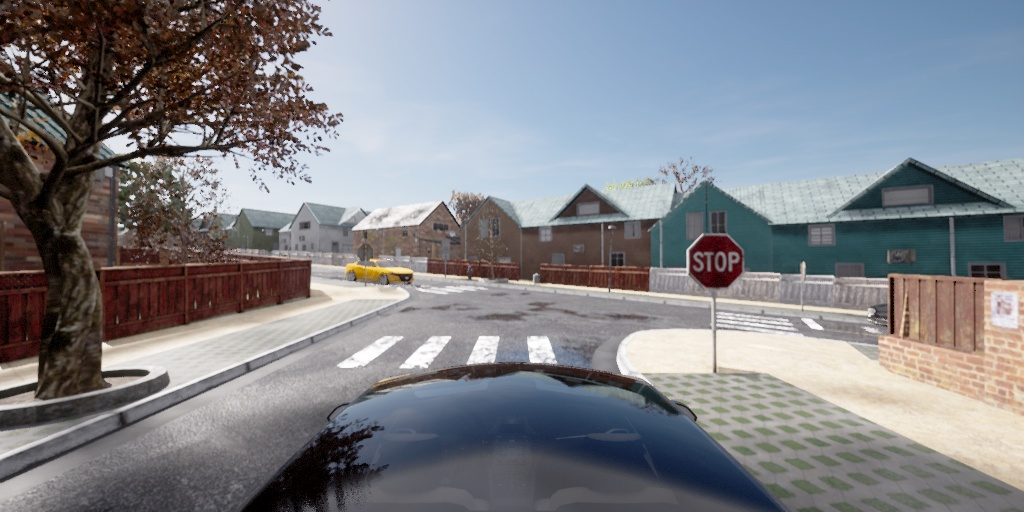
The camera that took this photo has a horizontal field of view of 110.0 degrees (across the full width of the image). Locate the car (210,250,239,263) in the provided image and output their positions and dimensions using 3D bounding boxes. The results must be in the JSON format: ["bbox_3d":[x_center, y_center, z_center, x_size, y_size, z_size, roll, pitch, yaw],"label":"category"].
[{"bbox_3d":[-27.153,0.211,34.260,5.008,1.535,1.882,2,0,33],"label":"car"}]

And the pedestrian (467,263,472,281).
[{"bbox_3d":[-3.044,1.106,25.959,0.375,1.300,0.375,-1,-5,32],"label":"pedestrian"}]

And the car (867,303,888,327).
[{"bbox_3d":[14.657,1.933,11.340,4.892,1.490,1.837,3,0,32],"label":"car"}]

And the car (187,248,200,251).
[{"bbox_3d":[-42.100,-0.268,47.053,4.674,1.442,1.812,2,0,32],"label":"car"}]

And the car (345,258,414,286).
[{"bbox_3d":[-8.253,0.938,22.320,5.008,1.535,1.882,2,0,32],"label":"car"}]

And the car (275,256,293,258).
[{"bbox_3d":[-18.320,0.669,28.674,4.718,1.301,1.895,2,0,32],"label":"car"}]
